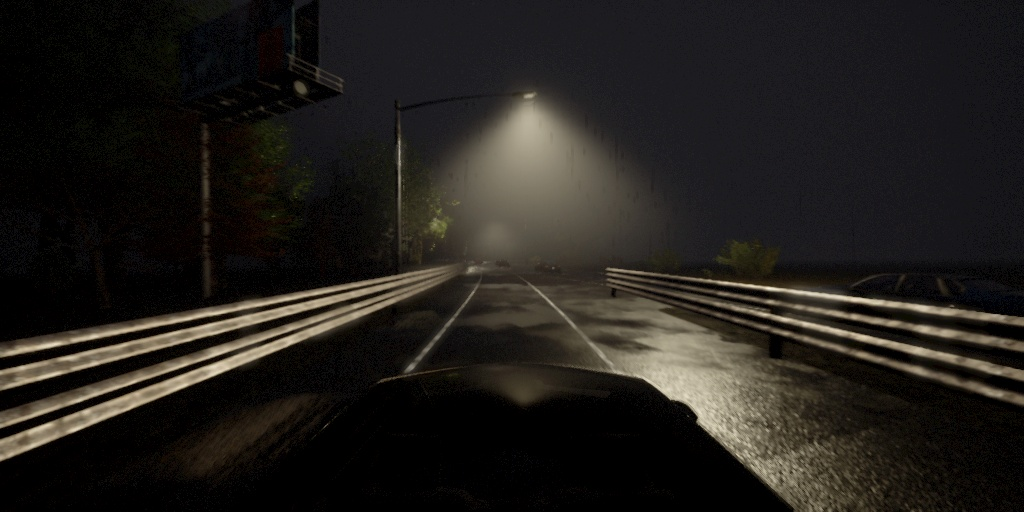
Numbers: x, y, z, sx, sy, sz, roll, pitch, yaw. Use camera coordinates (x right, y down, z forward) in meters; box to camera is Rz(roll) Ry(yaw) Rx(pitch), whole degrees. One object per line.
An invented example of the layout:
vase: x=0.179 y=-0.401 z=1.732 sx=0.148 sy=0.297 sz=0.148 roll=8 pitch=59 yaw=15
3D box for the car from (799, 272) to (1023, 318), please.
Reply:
car: x=11.233 y=1.153 z=10.053 sx=2.033 sy=1.411 sz=5.357 roll=-1 pitch=0 yaw=-14

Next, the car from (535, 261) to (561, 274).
car: x=3.939 y=1.245 z=40.048 sx=1.994 sy=1.385 sz=4.181 roll=-1 pitch=0 yaw=-14

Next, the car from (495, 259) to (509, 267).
car: x=-1.762 y=1.259 z=63.488 sx=1.812 sy=1.442 sz=4.674 roll=-1 pitch=0 yaw=-14
